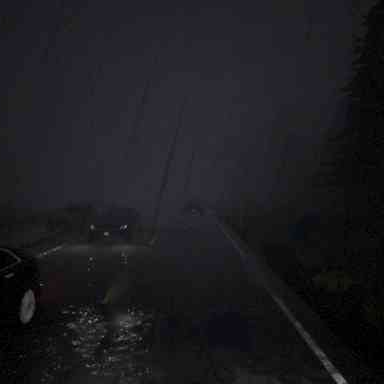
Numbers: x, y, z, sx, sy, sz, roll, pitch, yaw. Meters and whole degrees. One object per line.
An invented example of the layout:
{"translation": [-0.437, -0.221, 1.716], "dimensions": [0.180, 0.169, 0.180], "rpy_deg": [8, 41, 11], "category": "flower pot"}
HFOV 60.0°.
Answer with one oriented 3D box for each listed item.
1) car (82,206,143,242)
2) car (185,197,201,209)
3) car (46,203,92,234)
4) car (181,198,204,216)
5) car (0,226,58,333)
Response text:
{"translation": [-3.504, 1.440, 16.038], "dimensions": [1.812, 1.442, 4.674], "rpy_deg": [0, 0, 1], "category": "car"}
{"translation": [0.143, 1.381, 42.119], "dimensions": [1.895, 1.301, 4.718], "rpy_deg": [0, 0, 1], "category": "car"}
{"translation": [-6.440, 1.356, 18.369], "dimensions": [1.816, 1.474, 4.193], "rpy_deg": [6, 0, -2], "category": "car"}
{"translation": [0.130, 1.365, 30.717], "dimensions": [1.812, 1.442, 4.674], "rpy_deg": [0, 0, 0], "category": "car"}
{"translation": [-3.596, 1.481, 4.074], "dimensions": [1.837, 1.490, 4.892], "rpy_deg": [0, 0, 0], "category": "car"}
